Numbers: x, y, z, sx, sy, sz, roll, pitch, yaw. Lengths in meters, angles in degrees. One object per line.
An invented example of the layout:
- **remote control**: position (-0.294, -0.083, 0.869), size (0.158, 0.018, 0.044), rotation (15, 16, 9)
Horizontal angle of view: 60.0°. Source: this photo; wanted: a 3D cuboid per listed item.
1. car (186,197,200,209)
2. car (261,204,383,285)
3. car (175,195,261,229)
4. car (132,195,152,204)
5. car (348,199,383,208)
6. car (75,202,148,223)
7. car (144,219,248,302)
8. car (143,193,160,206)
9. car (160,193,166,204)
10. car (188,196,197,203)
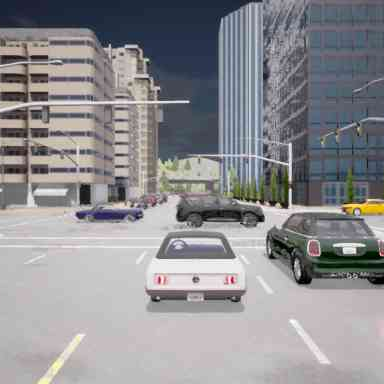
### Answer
- **car**: position (0.126, 1.477, 45.944), size (1.882, 1.535, 5.008), rotation (0, 0, 1)
- **car**: position (3.593, 1.352, 9.691), size (2.097, 1.767, 4.553), rotation (0, 0, 0)
- **car**: position (1.698, 1.183, 20.965), size (5.566, 2.045, 2.150), rotation (0, 0, 0)
- **car**: position (-7.044, 1.491, 44.637), size (2.128, 1.511, 4.902), rotation (0, 0, 0)
- **car**: position (16.856, 1.422, 31.570), size (5.008, 1.535, 1.882), rotation (0, 0, 1)
- **car**: position (-5.953, 1.580, 24.525), size (4.718, 1.301, 1.895), rotation (0, 0, 1)
- **car**: position (0.085, 1.601, 8.201), size (1.895, 1.301, 4.718), rotation (0, 0, 0)
- **car**: position (-7.025, 1.222, 54.209), size (2.150, 2.045, 5.566), rotation (0, 0, 0)
- **car**: position (-6.961, 1.221, 64.685), size (2.150, 2.045, 5.566), rotation (0, 0, 2)
- **car**: position (0.092, 1.540, 71.711), size (2.033, 1.411, 5.357), rotation (0, 0, 0)
